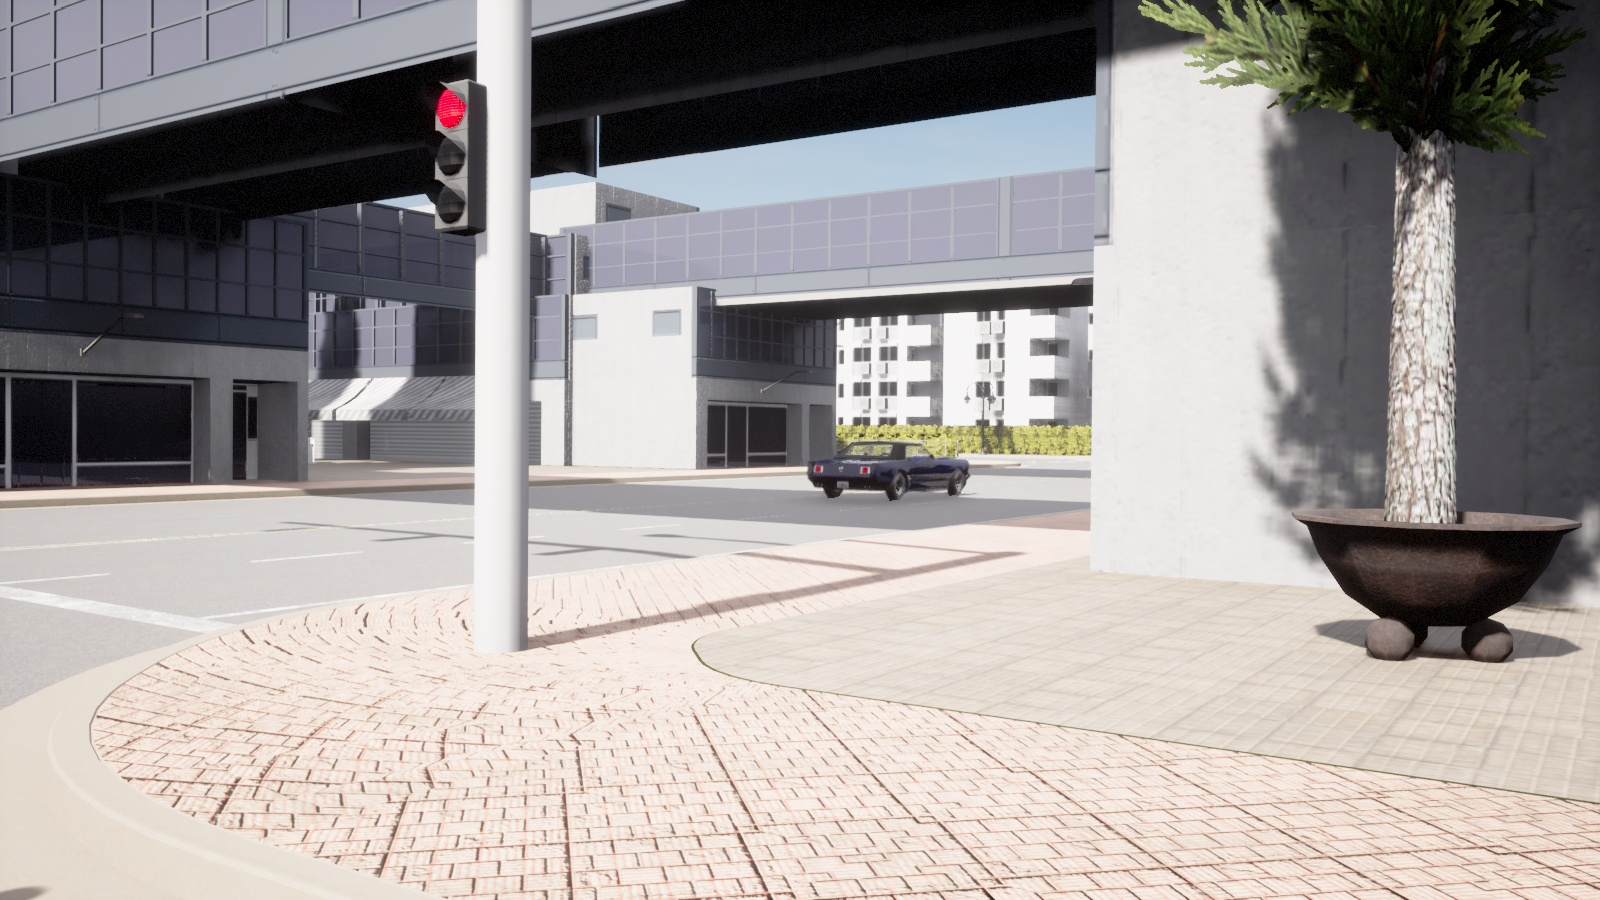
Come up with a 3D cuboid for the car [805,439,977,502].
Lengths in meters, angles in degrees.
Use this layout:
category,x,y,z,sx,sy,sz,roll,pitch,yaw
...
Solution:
category,x,y,z,sx,sy,sz,roll,pitch,yaw
car,2.223,0.412,29.227,1.895,1.301,4.718,0,1,34
